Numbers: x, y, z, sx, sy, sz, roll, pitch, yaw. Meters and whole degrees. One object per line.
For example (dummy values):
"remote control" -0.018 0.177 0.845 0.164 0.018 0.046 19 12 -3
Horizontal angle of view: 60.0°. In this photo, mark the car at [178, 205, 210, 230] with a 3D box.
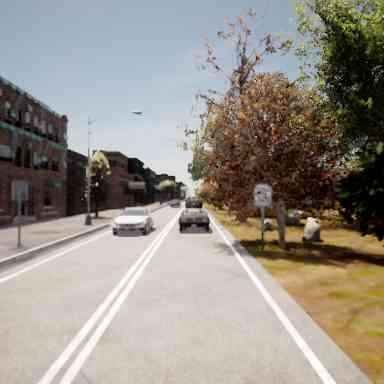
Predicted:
"car" 0.135 1.716 21.773 1.895 1.301 4.718 0 -1 0

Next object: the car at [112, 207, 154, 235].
"car" -3.328 1.619 19.442 1.812 1.442 4.674 0 -1 0

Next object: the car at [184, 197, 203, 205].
"car" 0.214 1.604 42.763 2.150 2.045 5.566 0 -1 0

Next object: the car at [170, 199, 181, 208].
"car" -3.089 2.129 61.421 1.837 1.490 4.892 0 -1 1
